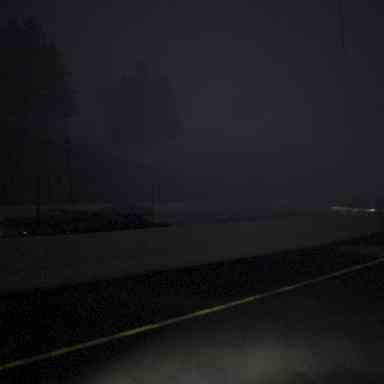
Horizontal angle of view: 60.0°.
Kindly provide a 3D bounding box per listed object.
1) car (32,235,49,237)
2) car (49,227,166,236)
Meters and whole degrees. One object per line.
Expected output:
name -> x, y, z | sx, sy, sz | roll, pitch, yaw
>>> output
car -> -6.111, 1.622, 17.019 | 4.718, 1.301, 1.895 | 0, 0, -38
car -> -3.463, 1.616, 14.635 | 4.718, 1.301, 1.895 | 0, 0, -38
